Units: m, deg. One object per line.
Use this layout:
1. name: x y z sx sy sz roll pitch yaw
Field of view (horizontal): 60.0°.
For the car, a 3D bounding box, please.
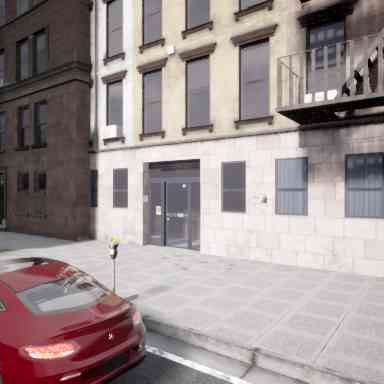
1. car: -2.474 1.582 4.575 4.206 1.307 1.802 0 0 36
